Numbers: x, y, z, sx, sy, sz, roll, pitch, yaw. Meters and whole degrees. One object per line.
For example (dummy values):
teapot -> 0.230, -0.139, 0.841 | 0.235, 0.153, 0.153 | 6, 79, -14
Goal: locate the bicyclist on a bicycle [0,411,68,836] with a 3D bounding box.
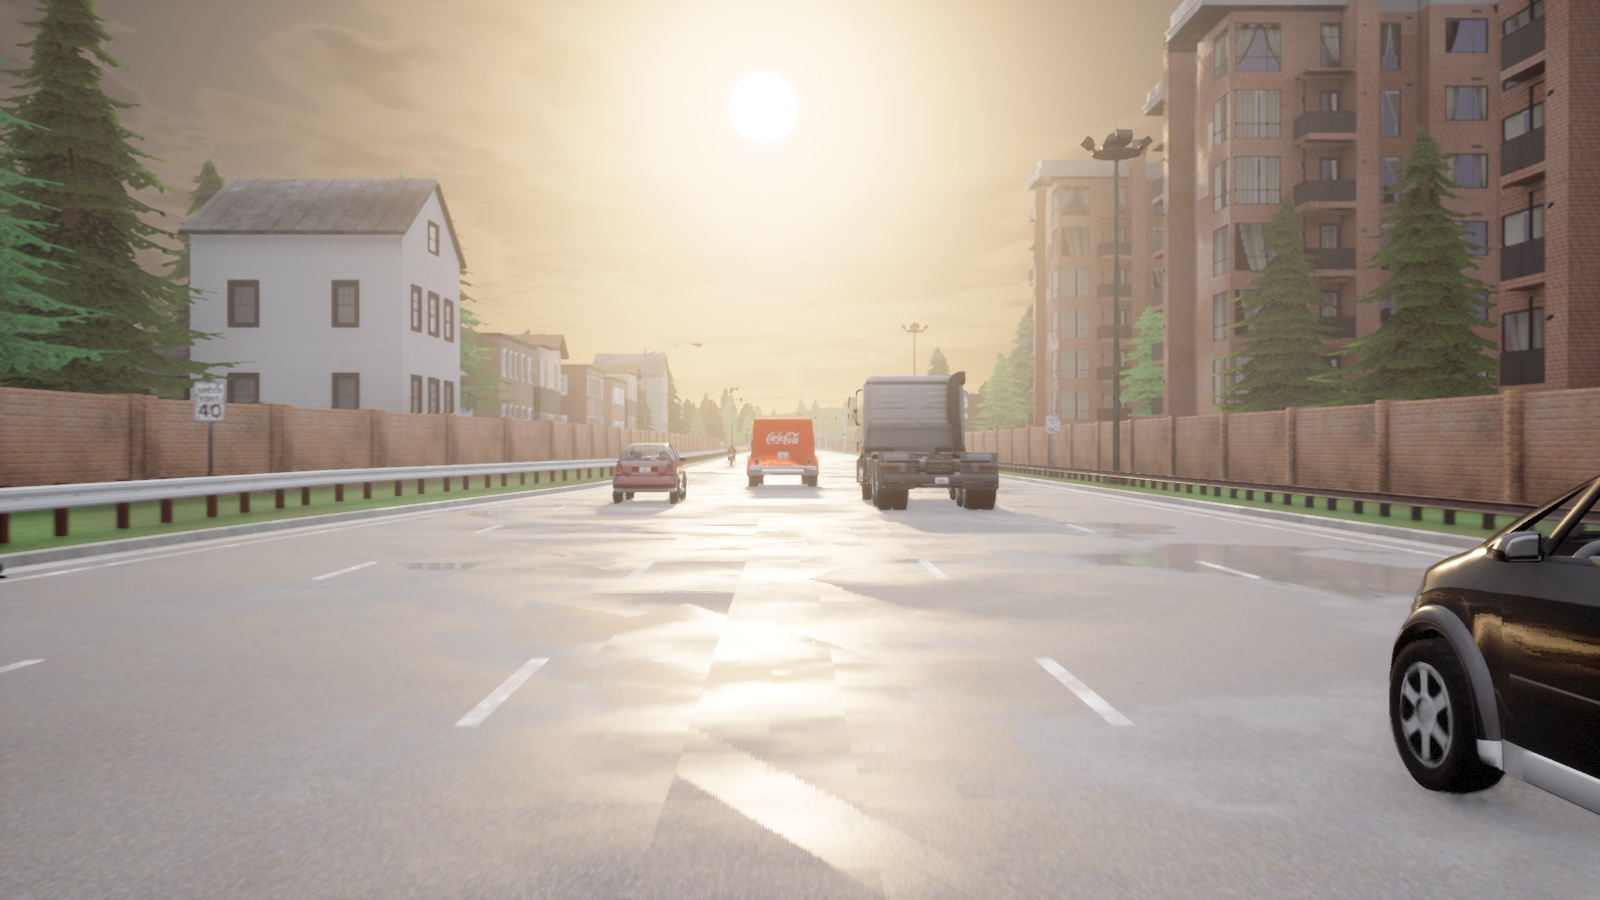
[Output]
bicyclist on a bicycle -> -3.462, 0.661, 4.467 | 0.866, 1.612, 1.509 | 0, 0, -2

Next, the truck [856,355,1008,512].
truck -> 3.087, -0.374, 31.748 | 2.891, 3.462, 7.936 | 0, 0, -1

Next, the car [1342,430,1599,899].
car -> 3.505, 0.710, 4.137 | 1.789, 1.549, 3.705 | 0, 0, -1

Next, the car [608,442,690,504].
car -> -3.938, 0.573, 33.276 | 1.789, 1.549, 3.705 | 0, 0, -1

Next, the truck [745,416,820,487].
truck -> -0.638, 0.051, 46.510 | 2.627, 2.467, 5.204 | 0, 0, -1
